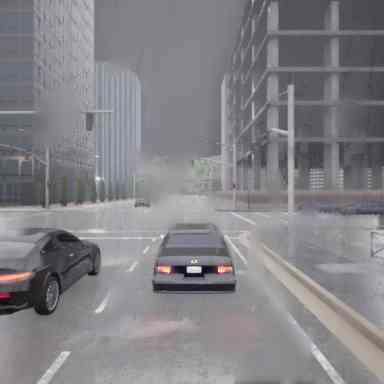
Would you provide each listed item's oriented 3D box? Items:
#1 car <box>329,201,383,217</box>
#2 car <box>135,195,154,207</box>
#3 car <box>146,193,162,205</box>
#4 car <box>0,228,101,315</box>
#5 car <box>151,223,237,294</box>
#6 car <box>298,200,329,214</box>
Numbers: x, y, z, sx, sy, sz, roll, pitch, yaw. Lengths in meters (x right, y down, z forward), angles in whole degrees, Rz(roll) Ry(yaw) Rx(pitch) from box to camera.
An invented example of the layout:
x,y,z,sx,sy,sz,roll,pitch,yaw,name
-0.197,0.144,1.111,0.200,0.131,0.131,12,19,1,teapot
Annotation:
x,y,z,sx,sy,sz,roll,pitch,yaw,name
15.837,1.492,30.250,5.357,1.411,2.033,0,0,0,car
-7.206,1.564,49.195,1.994,1.385,4.181,0,0,0,car
-7.205,1.223,59.258,2.150,2.045,5.566,0,0,0,car
-3.456,1.526,7.419,1.812,1.442,4.674,0,0,0,car
0.051,1.547,8.937,2.033,1.411,5.357,0,0,0,car
12.969,1.508,33.733,4.181,1.385,1.994,0,0,0,car
